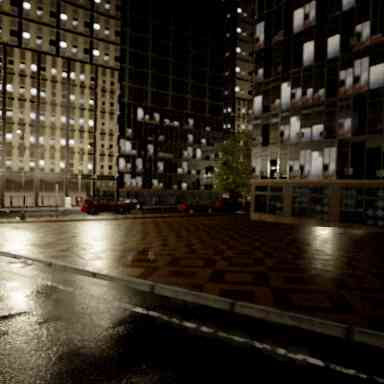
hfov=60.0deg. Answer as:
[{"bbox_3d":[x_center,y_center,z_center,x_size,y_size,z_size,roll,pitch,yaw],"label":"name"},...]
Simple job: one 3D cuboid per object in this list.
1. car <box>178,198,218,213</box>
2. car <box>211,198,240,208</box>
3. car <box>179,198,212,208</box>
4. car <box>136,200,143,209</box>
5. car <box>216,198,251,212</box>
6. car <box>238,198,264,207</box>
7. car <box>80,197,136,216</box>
[{"bbox_3d":[0.494,1.844,40.572,4.507,1.381,1.887,1,1,-34],"label":"car"},{"bbox_3d":[5.408,1.732,53.476,4.313,1.339,1.947,1,1,-34],"label":"car"},{"bbox_3d":[0.589,1.634,50.179,4.829,1.417,1.752,1,1,-34],"label":"car"},{"bbox_3d":[-8.630,1.550,43.876,4.403,1.369,2.008,1,1,-34],"label":"car"},{"bbox_3d":[5.179,1.670,43.767,5.009,1.841,2.192,1,1,-34],"label":"car"},{"bbox_3d":[10.086,1.804,56.677,4.206,1.307,1.802,1,1,-34],"label":"car"},{"bbox_3d":[-8.858,1.503,34.167,5.009,1.841,2.192,1,1,-34],"label":"car"}]
